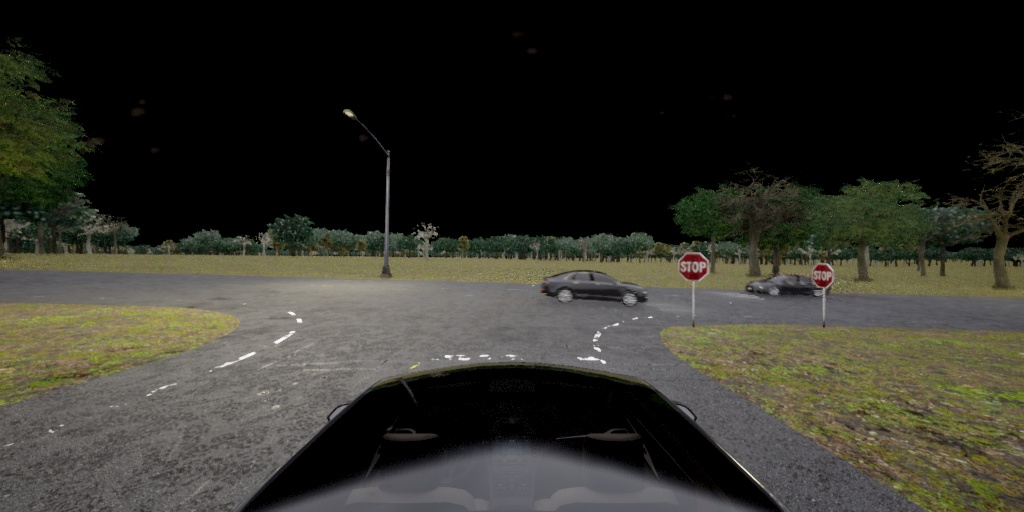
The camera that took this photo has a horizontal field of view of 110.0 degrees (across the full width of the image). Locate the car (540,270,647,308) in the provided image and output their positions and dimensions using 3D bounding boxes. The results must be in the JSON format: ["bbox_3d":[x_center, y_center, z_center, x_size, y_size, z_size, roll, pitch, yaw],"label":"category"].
[{"bbox_3d":[3.772,1.451,16.749,4.892,1.490,1.837,3,0,0],"label":"car"}]

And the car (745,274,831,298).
[{"bbox_3d":[18.147,1.968,23.694,4.892,1.490,1.837,1,1,0],"label":"car"}]
